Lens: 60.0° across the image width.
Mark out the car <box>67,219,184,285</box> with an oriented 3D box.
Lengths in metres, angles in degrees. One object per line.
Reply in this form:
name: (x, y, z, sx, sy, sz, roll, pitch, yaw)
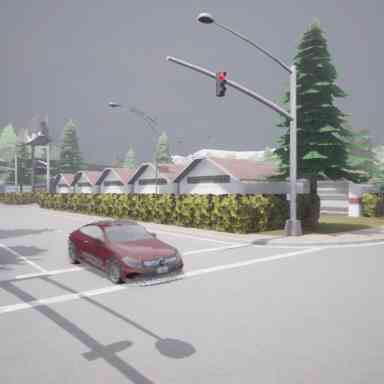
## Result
car: (-2.190, 1.582, 9.814, 1.812, 1.442, 4.674, 0, 1, -40)
